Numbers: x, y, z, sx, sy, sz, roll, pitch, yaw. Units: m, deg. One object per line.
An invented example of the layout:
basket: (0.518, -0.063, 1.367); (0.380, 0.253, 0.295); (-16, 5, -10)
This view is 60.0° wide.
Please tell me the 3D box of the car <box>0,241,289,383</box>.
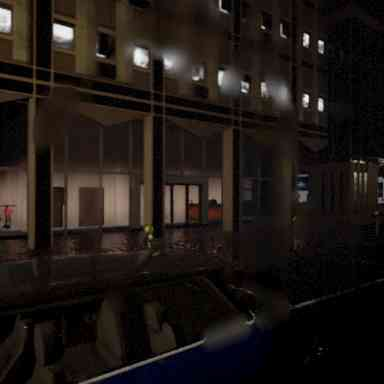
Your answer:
car: (-1.424, 1.352, 2.362); (4.553, 1.767, 2.097); (0, 0, -35)
